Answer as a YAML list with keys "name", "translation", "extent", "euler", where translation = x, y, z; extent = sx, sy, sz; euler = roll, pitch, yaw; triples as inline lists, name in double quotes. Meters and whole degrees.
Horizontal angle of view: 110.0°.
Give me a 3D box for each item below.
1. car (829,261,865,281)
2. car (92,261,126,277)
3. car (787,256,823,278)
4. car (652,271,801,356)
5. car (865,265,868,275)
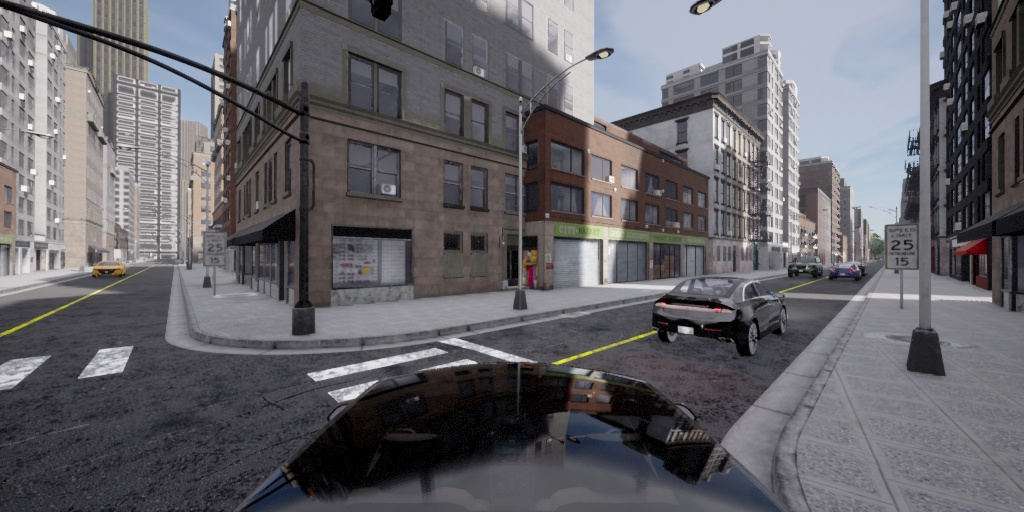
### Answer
- name: "car"
  translation: [28.623, 1.328, 30.762]
  extent: [4.674, 1.442, 1.812]
  euler: [0, 0, -43]
- name: "car"
  translation: [-39.334, 1.211, 35.083]
  extent: [1.882, 1.535, 5.008]
  euler: [0, 0, -43]
- name: "car"
  translation: [28.767, 1.031, 35.110]
  extent: [5.566, 2.045, 2.150]
  euler: [0, 0, -43]
- name: "car"
  translation: [5.178, 1.248, 8.715]
  extent: [4.902, 1.511, 2.128]
  euler: [0, 0, -43]
- name: "car"
  translation: [36.083, 1.302, 37.869]
  extent: [5.008, 1.535, 1.882]
  euler: [0, 0, -43]
